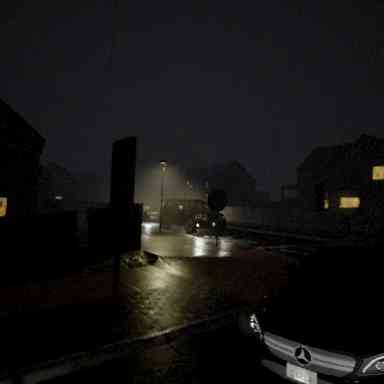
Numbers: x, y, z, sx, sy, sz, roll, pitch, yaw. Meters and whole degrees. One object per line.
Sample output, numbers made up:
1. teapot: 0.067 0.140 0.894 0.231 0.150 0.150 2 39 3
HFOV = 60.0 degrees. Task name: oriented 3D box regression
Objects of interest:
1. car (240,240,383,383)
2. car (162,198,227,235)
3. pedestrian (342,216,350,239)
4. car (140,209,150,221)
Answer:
1. car: 2.562 1.542 5.091 1.812 1.442 4.674 1 1 39
2. car: -0.055 1.437 20.517 2.150 2.045 5.566 3 -2 -28
3. pedestrian: 8.176 1.516 17.588 0.375 1.860 0.375 2 -1 -31
4. car: -5.396 2.030 31.379 1.895 1.301 4.718 3 -2 -23
